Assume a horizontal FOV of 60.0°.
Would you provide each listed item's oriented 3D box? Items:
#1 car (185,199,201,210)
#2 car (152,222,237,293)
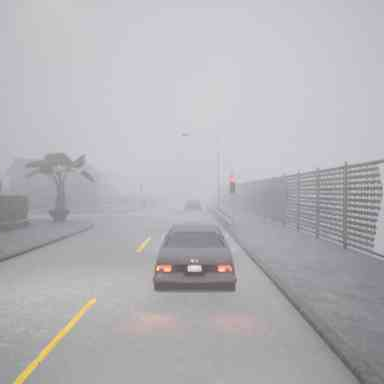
[{"bbox_3d":[0.144,1.514,42.219,1.994,1.385,4.181,0,0,0],"label":"car"},{"bbox_3d":[0.072,1.537,8.994,2.033,1.411,5.357,0,0,1],"label":"car"}]
